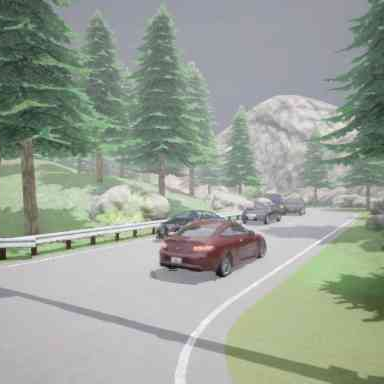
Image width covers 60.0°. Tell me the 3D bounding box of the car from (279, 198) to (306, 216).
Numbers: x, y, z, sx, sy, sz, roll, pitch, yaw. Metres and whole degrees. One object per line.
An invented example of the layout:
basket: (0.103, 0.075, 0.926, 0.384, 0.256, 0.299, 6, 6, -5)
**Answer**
car: (10.322, 1.524, 33.494, 1.837, 1.490, 4.892, 0, 0, 24)

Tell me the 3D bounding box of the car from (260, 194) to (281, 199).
car: (12.110, 1.321, 54.883, 5.566, 2.045, 2.150, 0, -2, 44)

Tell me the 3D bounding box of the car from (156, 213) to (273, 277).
car: (0.802, 1.591, 10.344, 1.812, 1.442, 4.674, 0, -1, 31)

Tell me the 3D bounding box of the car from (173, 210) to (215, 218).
car: (0.110, 1.573, 16.110, 1.994, 1.385, 4.181, 0, 0, 31)

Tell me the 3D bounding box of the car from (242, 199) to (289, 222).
car: (5.257, 1.506, 24.619, 2.128, 1.511, 4.902, 0, 0, 31)
